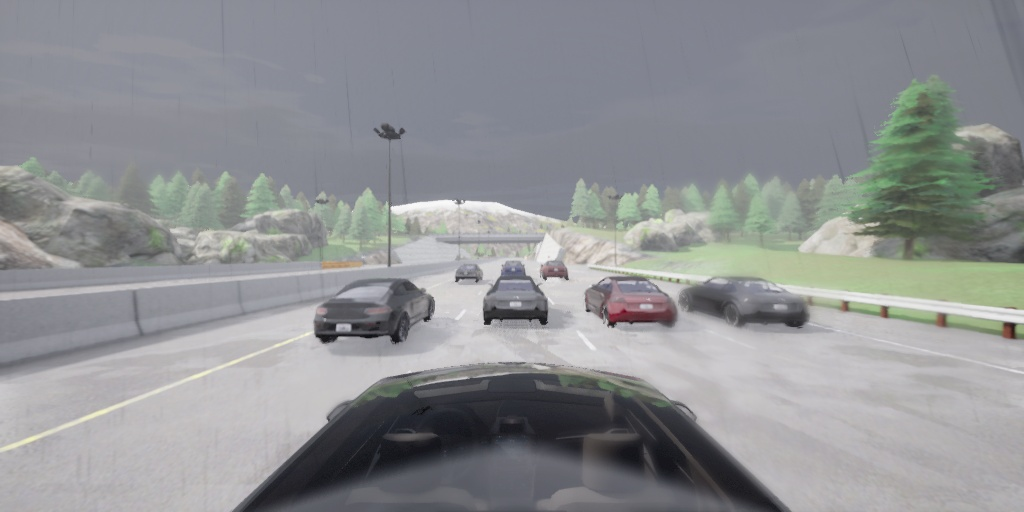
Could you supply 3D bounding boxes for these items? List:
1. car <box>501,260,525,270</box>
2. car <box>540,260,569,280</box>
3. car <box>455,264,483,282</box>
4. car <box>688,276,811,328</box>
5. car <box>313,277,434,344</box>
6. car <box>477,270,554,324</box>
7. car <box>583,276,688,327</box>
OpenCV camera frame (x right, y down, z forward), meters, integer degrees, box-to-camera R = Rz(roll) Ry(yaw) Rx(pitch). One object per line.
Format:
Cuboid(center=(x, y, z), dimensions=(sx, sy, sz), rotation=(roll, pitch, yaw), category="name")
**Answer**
Cuboid(center=(0.107, 1.139, 31.645), dimensions=(2.097, 1.767, 4.553), rotation=(0, 0, 0), category="car")
Cuboid(center=(3.606, 1.138, 31.351), dimensions=(2.097, 1.767, 4.553), rotation=(0, 0, 0), category="car")
Cuboid(center=(-3.394, 1.330, 28.803), dimensions=(2.033, 1.411, 5.357), rotation=(0, 0, 0), category="car")
Cuboid(center=(7.104, 1.326, 11.476), dimensions=(1.994, 1.385, 4.181), rotation=(0, 0, 0), category="car")
Cuboid(center=(-3.384, 1.285, 9.528), dimensions=(1.812, 1.442, 4.674), rotation=(0, 0, 0), category="car")
Cuboid(center=(0.104, 1.327, 12.069), dimensions=(1.994, 1.385, 4.181), rotation=(0, 0, 0), category="car")
Cuboid(center=(3.602, 1.326, 11.607), dimensions=(1.994, 1.385, 4.181), rotation=(0, 0, 0), category="car")
